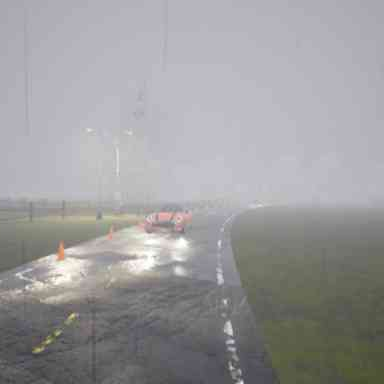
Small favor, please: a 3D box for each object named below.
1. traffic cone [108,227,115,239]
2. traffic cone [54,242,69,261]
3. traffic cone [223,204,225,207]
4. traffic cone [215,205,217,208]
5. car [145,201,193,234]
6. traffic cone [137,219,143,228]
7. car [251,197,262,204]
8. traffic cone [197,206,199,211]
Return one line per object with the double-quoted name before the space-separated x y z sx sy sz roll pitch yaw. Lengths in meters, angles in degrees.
"traffic cone" -3.905 1.973 16.137 0.340 0.580 0.340 0 0 6
"traffic cone" -4.344 1.963 11.077 0.340 0.580 0.340 0 0 4
"traffic cone" 5.332 2.155 55.594 0.340 0.580 0.340 0 0 20
"traffic cone" 3.630 2.120 50.809 0.340 0.580 0.340 0 0 19
"car" -1.192 1.380 19.236 2.097 1.767 4.553 0 0 8
"traffic cone" -3.307 1.984 21.181 0.340 0.580 0.340 0 0 8
"car" 13.620 1.818 70.173 1.837 1.490 4.892 0 -1 19
"traffic cone" 0.689 2.058 41.088 0.340 0.580 0.340 0 0 15
